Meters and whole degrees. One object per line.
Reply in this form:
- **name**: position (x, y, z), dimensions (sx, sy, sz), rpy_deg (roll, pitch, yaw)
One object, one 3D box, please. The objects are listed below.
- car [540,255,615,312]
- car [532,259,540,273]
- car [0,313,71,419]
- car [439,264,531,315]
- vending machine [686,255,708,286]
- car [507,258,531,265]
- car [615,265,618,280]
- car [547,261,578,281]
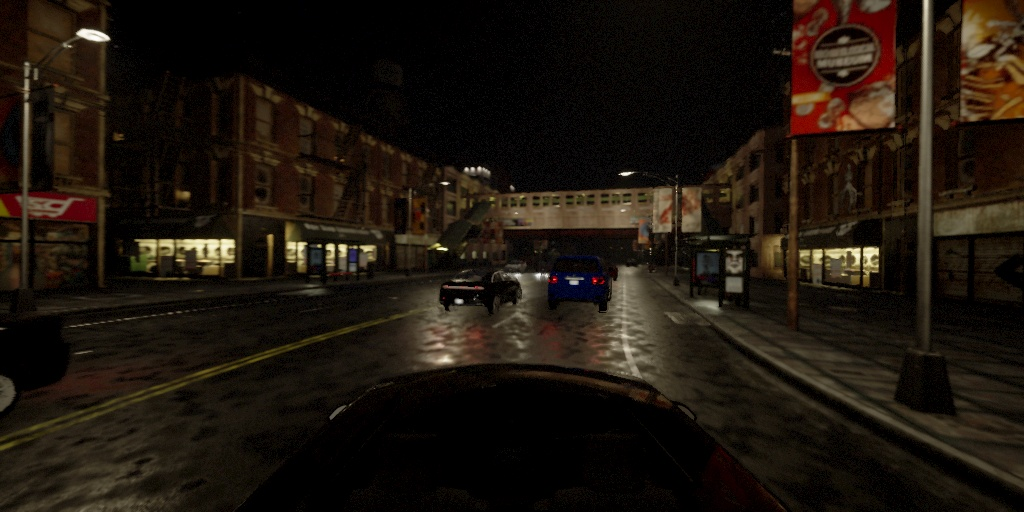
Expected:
- **car**: position (2.918, 1.010, 14.808), dimensions (2.150, 2.045, 5.566), rpy_deg (1, 0, 17)
- **car**: position (4.120, 1.367, 42.637), dimensions (1.994, 1.385, 4.181), rpy_deg (1, 0, 18)
- **car**: position (-6.878, 1.135, 2.573), dimensions (1.882, 1.535, 5.008), rpy_deg (0, 0, 4)
- **car**: position (-1.005, 1.227, 13.638), dimensions (2.128, 1.511, 4.902), rpy_deg (1, 0, 16)
- **vending machine**: position (15.070, 1.147, 29.240), dimensions (1.100, 2.100, 0.880), rpy_deg (0, 0, 17)
- **car**: position (0.501, 1.280, 42.790), dimensions (1.812, 1.442, 4.674), rpy_deg (1, 0, 18)
- **car**: position (8.536, 1.215, 32.699), dimensions (2.097, 1.767, 4.553), rpy_deg (1, 0, 17)
- **car**: position (4.591, 1.288, 31.861), dimensions (1.882, 1.535, 5.008), rpy_deg (1, 0, 17)
